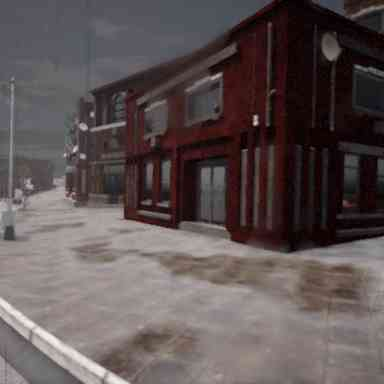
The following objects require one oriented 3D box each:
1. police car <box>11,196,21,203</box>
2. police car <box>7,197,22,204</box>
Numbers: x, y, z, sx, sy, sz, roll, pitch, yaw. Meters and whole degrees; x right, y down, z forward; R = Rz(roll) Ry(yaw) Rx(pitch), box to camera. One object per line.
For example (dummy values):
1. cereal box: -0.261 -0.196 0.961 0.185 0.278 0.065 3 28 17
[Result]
1. police car: -43.841 1.932 82.963 1.930 1.638 5.238 1 -1 -25
2. police car: -39.603 1.865 73.900 1.930 1.638 5.238 1 -1 -25
